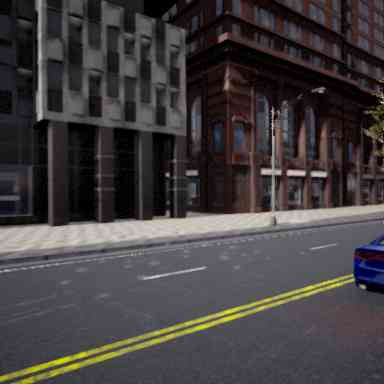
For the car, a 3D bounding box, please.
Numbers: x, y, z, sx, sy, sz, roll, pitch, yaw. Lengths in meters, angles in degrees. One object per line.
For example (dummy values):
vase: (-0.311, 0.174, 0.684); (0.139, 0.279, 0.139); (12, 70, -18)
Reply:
car: (5.687, 1.454, 7.646); (5.008, 1.535, 1.882); (0, 0, -36)
